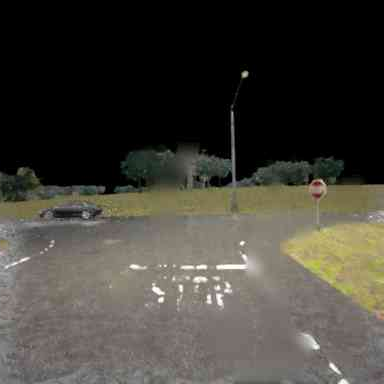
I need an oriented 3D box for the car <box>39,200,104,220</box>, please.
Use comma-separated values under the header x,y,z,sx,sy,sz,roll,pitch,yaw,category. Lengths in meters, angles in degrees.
x,y,z,sx,sy,sz,roll,pitch,yaw,category
-9.518,1.452,26.347,4.892,1.490,1.837,-1,-1,0,car
